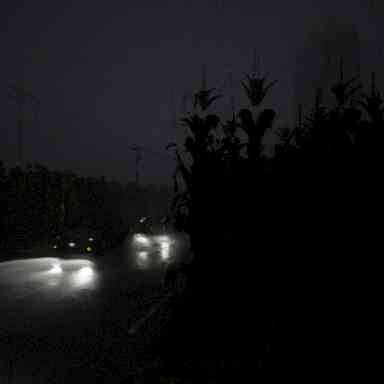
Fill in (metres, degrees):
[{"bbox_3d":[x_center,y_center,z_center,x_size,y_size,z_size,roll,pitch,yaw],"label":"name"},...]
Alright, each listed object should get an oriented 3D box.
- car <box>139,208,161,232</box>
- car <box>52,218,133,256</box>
[{"bbox_3d":[-2.134,1.913,23.959,2.097,1.767,4.553,1,-1,12],"label":"car"},{"bbox_3d":[-4.128,1.855,14.498,1.994,1.385,4.181,1,-1,12],"label":"car"}]
